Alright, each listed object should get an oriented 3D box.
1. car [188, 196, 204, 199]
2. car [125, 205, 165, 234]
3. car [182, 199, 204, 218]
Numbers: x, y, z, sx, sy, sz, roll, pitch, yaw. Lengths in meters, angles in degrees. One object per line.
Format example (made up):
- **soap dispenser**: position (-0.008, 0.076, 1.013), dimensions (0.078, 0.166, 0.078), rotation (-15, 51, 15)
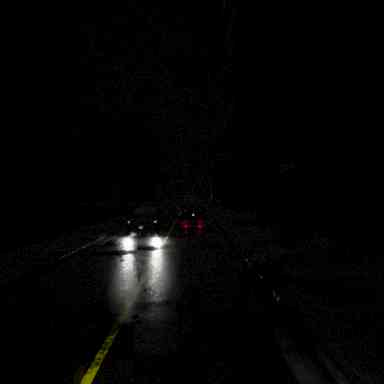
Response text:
- **car**: position (0.088, 1.524, 42.800), dimensions (2.128, 1.511, 4.902), rotation (0, 0, 0)
- **car**: position (-2.599, 1.528, 19.236), dimensions (1.812, 1.442, 4.674), rotation (0, 0, 0)
- **car**: position (0.089, 1.614, 30.121), dimensions (1.895, 1.301, 4.718), rotation (0, 0, 0)
